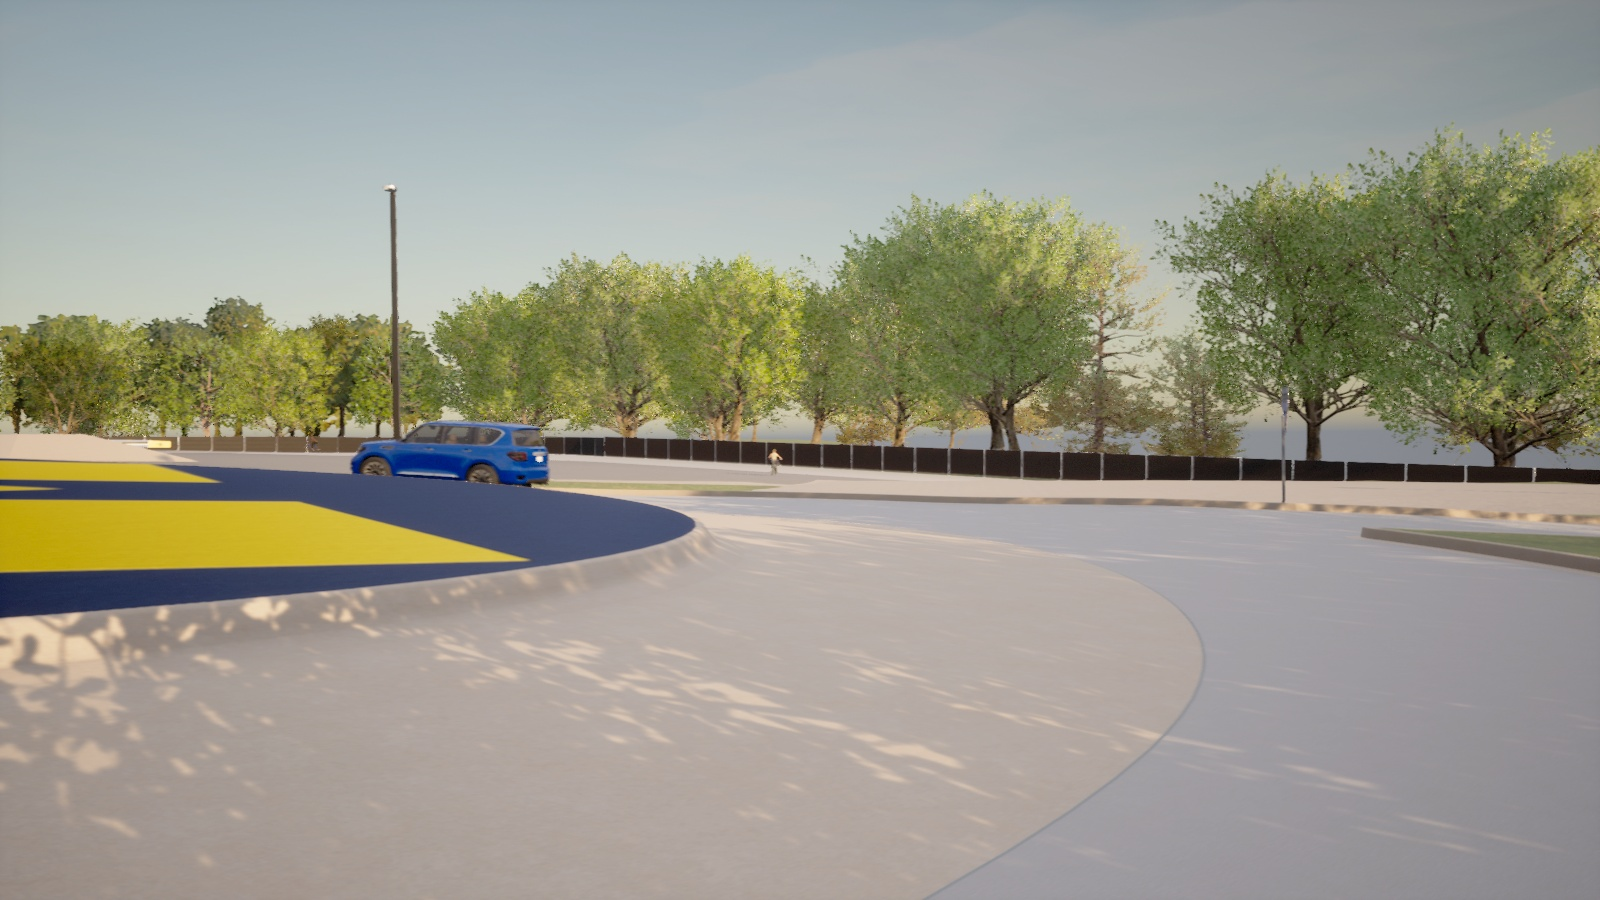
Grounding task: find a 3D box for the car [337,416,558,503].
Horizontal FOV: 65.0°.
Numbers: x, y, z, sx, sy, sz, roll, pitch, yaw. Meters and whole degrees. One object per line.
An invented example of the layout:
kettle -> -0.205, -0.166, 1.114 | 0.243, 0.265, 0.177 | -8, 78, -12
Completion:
car -> -9.827, 0.220, 35.126 | 5.566, 2.045, 2.150 | 3, 1, 15
